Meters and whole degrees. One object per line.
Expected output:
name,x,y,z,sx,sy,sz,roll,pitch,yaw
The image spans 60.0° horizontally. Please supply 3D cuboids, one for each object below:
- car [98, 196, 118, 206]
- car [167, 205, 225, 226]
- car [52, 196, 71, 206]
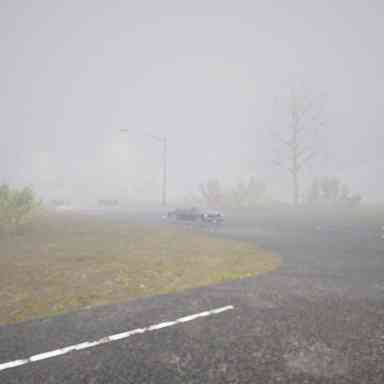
car,-13.561,1.385,53.479,2.128,1.511,4.902,0,0,-37
car,0.185,1.624,23.775,1.895,1.301,4.718,0,0,-37
car,-19.643,1.356,49.925,2.128,1.511,4.902,0,0,-37
